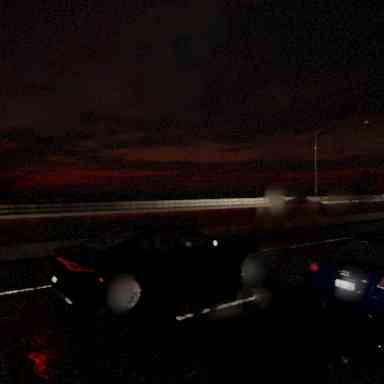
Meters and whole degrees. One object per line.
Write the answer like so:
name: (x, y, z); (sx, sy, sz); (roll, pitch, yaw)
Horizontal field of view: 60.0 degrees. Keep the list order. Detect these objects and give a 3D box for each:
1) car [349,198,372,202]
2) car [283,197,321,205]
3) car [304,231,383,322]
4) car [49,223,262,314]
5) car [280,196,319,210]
car: (16.679, 1.302, 33.041); (4.181, 1.385, 1.994); (-1, 0, -35)
car: (11.322, 1.373, 33.529); (4.718, 1.301, 1.895); (-1, 0, -35)
car: (4.196, 1.508, 6.731); (4.181, 1.385, 1.994); (-1, 0, -35)
car: (-0.556, 1.448, 7.645); (5.008, 1.535, 1.882); (-1, 0, -35)
car: (12.510, 1.266, 38.666); (4.674, 1.442, 1.812); (-1, 0, -35)
